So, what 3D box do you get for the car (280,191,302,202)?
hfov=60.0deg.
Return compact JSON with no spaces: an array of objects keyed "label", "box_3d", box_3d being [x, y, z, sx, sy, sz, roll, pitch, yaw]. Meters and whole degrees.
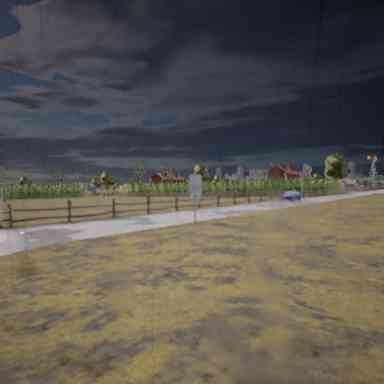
[{"label":"car","box_3d":[14.758,0.586,49.394,1.882,1.535,5.008,0,1,36]}]
